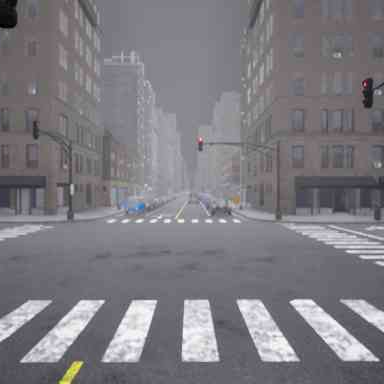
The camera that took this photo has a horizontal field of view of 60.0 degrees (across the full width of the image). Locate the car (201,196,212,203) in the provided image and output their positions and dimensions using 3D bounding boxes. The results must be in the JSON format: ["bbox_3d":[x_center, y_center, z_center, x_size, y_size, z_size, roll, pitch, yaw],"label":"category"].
[{"bbox_3d":[2.983,1.549,67.443,2.008,1.369,4.403,0,0,0],"label":"car"}]

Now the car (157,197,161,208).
[{"bbox_3d":[-5.650,1.567,44.802,1.947,1.339,4.313,0,0,0],"label":"car"}]

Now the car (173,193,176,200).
[{"bbox_3d":[-5.490,1.519,78.642,1.752,1.417,4.829,0,0,0],"label":"car"}]

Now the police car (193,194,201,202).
[{"bbox_3d":[1.169,1.419,79.526,1.930,1.638,5.238,0,0,-1],"label":"police car"}]

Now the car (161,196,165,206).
[{"bbox_3d":[-5.623,1.583,50.471,1.802,1.307,4.206,0,0,0],"label":"car"}]

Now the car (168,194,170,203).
[{"bbox_3d":[-5.570,1.525,61.637,1.752,1.417,4.829,0,0,0],"label":"car"}]

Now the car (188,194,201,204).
[{"bbox_3d":[0.295,1.563,62.999,1.994,1.385,4.181,0,0,0],"label":"car"}]

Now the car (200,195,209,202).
[{"bbox_3d":[3.036,1.434,78.781,1.967,1.590,4.097,0,0,0],"label":"car"}]

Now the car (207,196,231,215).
[{"bbox_3d":[2.822,1.441,33.427,1.967,1.590,4.097,0,0,0],"label":"car"}]

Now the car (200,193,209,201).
[{"bbox_3d":[3.063,1.306,84.450,2.192,1.841,5.009,0,0,0],"label":"car"}]

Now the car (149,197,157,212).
[{"bbox_3d":[-5.677,1.441,39.134,1.967,1.590,4.097,0,0,0],"label":"car"}]

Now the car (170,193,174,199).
[{"bbox_3d":[-5.516,1.541,73.143,1.887,1.381,4.507,0,0,0],"label":"car"}]

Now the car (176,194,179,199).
[{"bbox_3d":[-5.436,1.304,90.148,2.192,1.841,5.009,0,0,0],"label":"car"}]

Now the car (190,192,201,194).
[{"bbox_3d":[0.342,1.036,73.033,2.150,2.045,5.566,0,0,0],"label":"car"}]

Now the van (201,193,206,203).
[{"bbox_3d":[2.929,1.342,56.104,1.690,1.788,3.998,0,0,0],"label":"van"}]

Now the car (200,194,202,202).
[{"bbox_3d":[2.957,1.525,61.943,1.752,1.417,4.829,0,0,0],"label":"car"}]

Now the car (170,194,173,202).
[{"bbox_3d":[-5.543,1.564,67.475,1.947,1.339,4.313,0,0,0],"label":"car"}]

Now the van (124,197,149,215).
[{"bbox_3d":[-5.704,1.342,33.466,1.690,1.788,3.998,0,0,0],"label":"van"}]

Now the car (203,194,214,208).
[{"bbox_3d":[2.875,1.442,44.765,1.967,1.590,4.097,0,0,0],"label":"car"}]

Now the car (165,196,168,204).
[{"bbox_3d":[-5.597,1.567,56.139,1.947,1.339,4.313,0,0,0],"label":"car"}]

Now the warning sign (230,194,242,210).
[{"bbox_3d":[5.251,1.117,39.410,1.300,1.860,1.060,0,0,0],"label":"warning sign"}]
